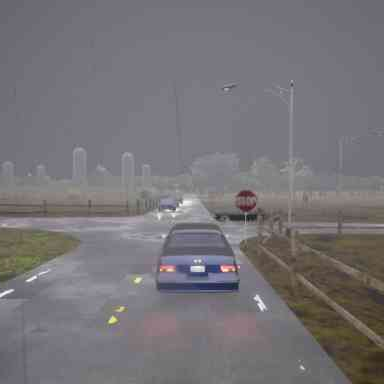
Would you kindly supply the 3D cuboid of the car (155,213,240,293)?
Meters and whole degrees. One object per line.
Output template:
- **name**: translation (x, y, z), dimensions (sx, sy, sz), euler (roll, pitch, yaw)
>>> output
- **car**: translation (0.103, 1.543, 8.988), dimensions (2.033, 1.411, 5.357), euler (0, 0, 0)

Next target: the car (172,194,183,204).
- **car**: translation (-2.846, 1.442, 49.278), dimensions (2.128, 1.511, 4.902), euler (0, 0, 0)

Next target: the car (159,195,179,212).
- **car**: translation (-2.808, 1.446, 38.844), dimensions (1.882, 1.535, 5.008), euler (0, 0, -1)

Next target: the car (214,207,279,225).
- **car**: translation (3.846, 1.669, 24.535), dimensions (4.718, 1.301, 1.895), euler (1, 1, 0)
